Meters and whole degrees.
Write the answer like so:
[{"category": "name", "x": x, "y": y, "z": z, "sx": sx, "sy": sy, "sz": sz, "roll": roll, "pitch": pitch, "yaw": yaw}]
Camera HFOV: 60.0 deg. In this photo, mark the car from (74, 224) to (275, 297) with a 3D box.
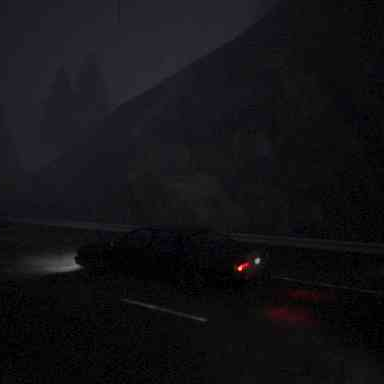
[{"category": "car", "x": -0.665, "y": 1.543, "z": 8.573, "sx": 5.357, "sy": 1.411, "sz": 2.033, "roll": 0, "pitch": 0, "yaw": 34}]
